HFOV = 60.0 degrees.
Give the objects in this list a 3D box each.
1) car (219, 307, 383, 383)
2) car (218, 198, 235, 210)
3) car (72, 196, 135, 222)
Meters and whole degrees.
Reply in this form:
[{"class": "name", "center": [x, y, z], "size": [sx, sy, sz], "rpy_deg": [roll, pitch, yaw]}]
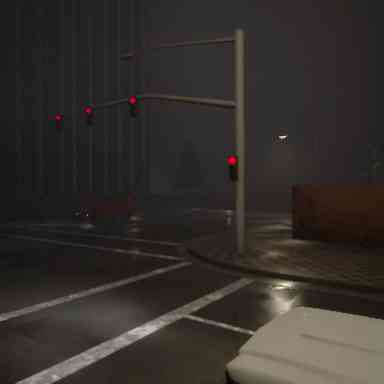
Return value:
[{"class": "car", "center": [2.528, 1.596, 2.178], "size": [4.718, 1.301, 1.895], "rpy_deg": [0, 0, 36]}, {"class": "car", "center": [5.481, 1.626, 45.985], "size": [1.837, 1.490, 4.892], "rpy_deg": [0, -1, 36]}, {"class": "car", "center": [-7.293, 1.342, 28.019], "size": [2.150, 2.045, 5.566], "rpy_deg": [0, 0, 35]}]
